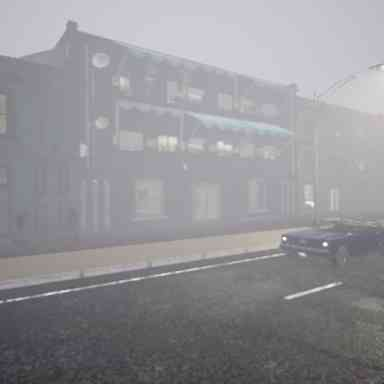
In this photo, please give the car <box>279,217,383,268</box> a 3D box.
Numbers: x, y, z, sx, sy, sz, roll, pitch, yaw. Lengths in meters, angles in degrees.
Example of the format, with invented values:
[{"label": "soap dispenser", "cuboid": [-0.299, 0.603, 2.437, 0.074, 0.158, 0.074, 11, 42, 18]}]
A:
[{"label": "car", "cuboid": [5.132, 1.569, 11.340, 4.718, 1.301, 1.895, 0, 0, -36]}]
